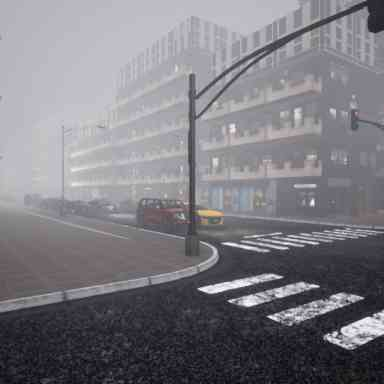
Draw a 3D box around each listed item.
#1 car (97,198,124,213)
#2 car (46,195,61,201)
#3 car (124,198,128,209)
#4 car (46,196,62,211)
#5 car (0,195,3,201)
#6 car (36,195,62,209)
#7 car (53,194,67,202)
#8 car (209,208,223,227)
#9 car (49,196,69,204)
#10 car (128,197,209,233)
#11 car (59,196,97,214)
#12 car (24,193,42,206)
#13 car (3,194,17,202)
[{"bbox_3d":[-9.423,1.391,34.949,2.128,1.511,4.902,0,0,-36],"label":"car"},{"bbox_3d":[-31.309,1.379,75.058,2.008,1.369,4.403,0,0,-36],"label":"car"},{"bbox_3d":[-8.061,1.465,42.940,1.802,1.307,4.206,0,0,-36],"label":"car"},{"bbox_3d":[-14.850,1.451,38.025,1.947,1.339,4.313,0,0,-36],"label":"car"},{"bbox_3d":[-41.421,1.269,74.733,1.967,1.590,4.097,0,0,-36],"label":"car"},{"bbox_3d":[-18.171,1.436,42.615,1.947,1.339,4.313,0,0,-36],"label":"car"},{"bbox_3d":[-27.989,1.269,70.471,1.967,1.590,4.097,0,0,-36],"label":"car"},{"bbox_3d":[-0.022,1.423,21.954,1.882,1.535,5.008,0,1,-36],"label":"car"},{"bbox_3d":[-24.512,1.383,61.263,2.033,1.411,5.357,0,0,-37],"label":"car"},{"bbox_3d":[-1.563,1.264,19.670,2.192,1.841,5.009,0,0,-36],"label":"car"},{"bbox_3d":[-11.528,1.444,33.436,1.887,1.381,4.507,0,0,-36],"label":"car"},{"bbox_3d":[-24.813,1.162,51.791,2.192,1.841,5.009,0,0,-36],"label":"car"},{"bbox_3d":[-38.099,1.412,70.146,1.802,1.307,4.206,0,0,-36],"label":"car"}]
